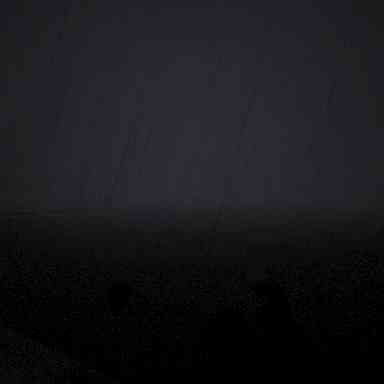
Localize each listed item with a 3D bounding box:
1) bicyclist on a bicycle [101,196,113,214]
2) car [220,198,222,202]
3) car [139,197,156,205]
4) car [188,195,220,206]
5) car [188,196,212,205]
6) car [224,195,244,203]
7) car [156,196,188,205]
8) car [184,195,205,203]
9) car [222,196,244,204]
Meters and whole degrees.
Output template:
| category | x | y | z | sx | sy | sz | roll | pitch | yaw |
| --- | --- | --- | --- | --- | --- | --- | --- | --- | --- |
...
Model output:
| category | x | y | z | sx | sy | sz | roll | pitch | yaw |
| --- | --- | --- | --- | --- | --- | --- | --- | --- | --- |
| bicyclist on a bicycle | -8.025 | 1.156 | 31.722 | 1.656 | 1.620 | 0.582 | 33 | 17 | 27 |
| car | 4.674 | 1.477 | 69.526 | 1.882 | 1.535 | 5.008 | 0 | 0 | 35 |
| car | -7.378 | 1.563 | 58.379 | 1.994 | 1.385 | 4.181 | 0 | 0 | 35 |
| car | 2.031 | 1.478 | 53.612 | 1.882 | 1.535 | 5.008 | 0 | 0 | 35 |
| car | 1.498 | 1.478 | 58.865 | 1.882 | 1.535 | 5.008 | 0 | 0 | 35 |
| car | 8.873 | 1.490 | 69.426 | 2.128 | 1.511 | 4.902 | 0 | 0 | 35 |
| car | -3.414 | 1.477 | 57.944 | 1.882 | 1.535 | 5.008 | 0 | 0 | 35 |
| car | 0.580 | 1.477 | 69.777 | 1.882 | 1.535 | 5.008 | 0 | 0 | 35 |
| car | 7.995 | 1.601 | 62.230 | 1.895 | 1.301 | 4.718 | 0 | 0 | 35 |
